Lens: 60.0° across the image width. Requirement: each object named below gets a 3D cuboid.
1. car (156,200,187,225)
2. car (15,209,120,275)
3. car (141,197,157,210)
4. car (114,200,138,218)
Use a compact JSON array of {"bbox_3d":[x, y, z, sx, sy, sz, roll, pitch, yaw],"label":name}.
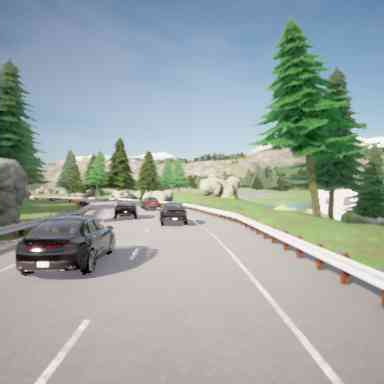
[{"bbox_3d":[-1.443,1.507,24.053,1.837,1.490,4.892,0,0,-8],"label":"car"},{"bbox_3d":[-3.718,1.511,10.502,1.837,1.490,4.892,0,0,-2],"label":"car"},{"bbox_3d":[-5.327,1.438,42.150,2.033,1.649,4.856,0,0,-16],"label":"car"},{"bbox_3d":[-5.894,1.487,29.641,1.882,1.535,5.008,0,0,-10],"label":"car"}]
